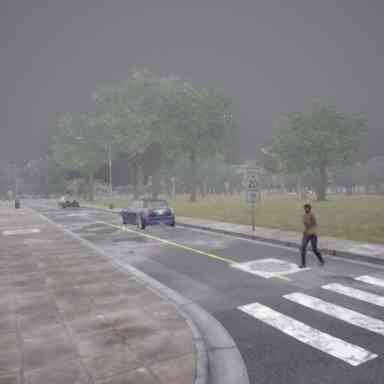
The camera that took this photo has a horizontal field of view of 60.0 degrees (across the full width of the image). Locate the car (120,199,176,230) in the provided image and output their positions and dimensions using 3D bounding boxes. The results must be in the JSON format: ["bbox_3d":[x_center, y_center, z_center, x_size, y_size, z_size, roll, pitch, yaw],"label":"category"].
[{"bbox_3d":[-2.811,1.193,20.211,2.097,1.767,4.553,-2,1,-30],"label":"car"}]

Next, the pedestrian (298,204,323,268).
[{"bbox_3d":[3.244,1.169,9.171,0.375,1.860,0.375,-2,1,-30],"label":"pedestrian"}]

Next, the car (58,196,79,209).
[{"bbox_3d":[-16.356,1.255,43.936,2.097,1.767,4.553,-2,1,-30],"label":"car"}]
